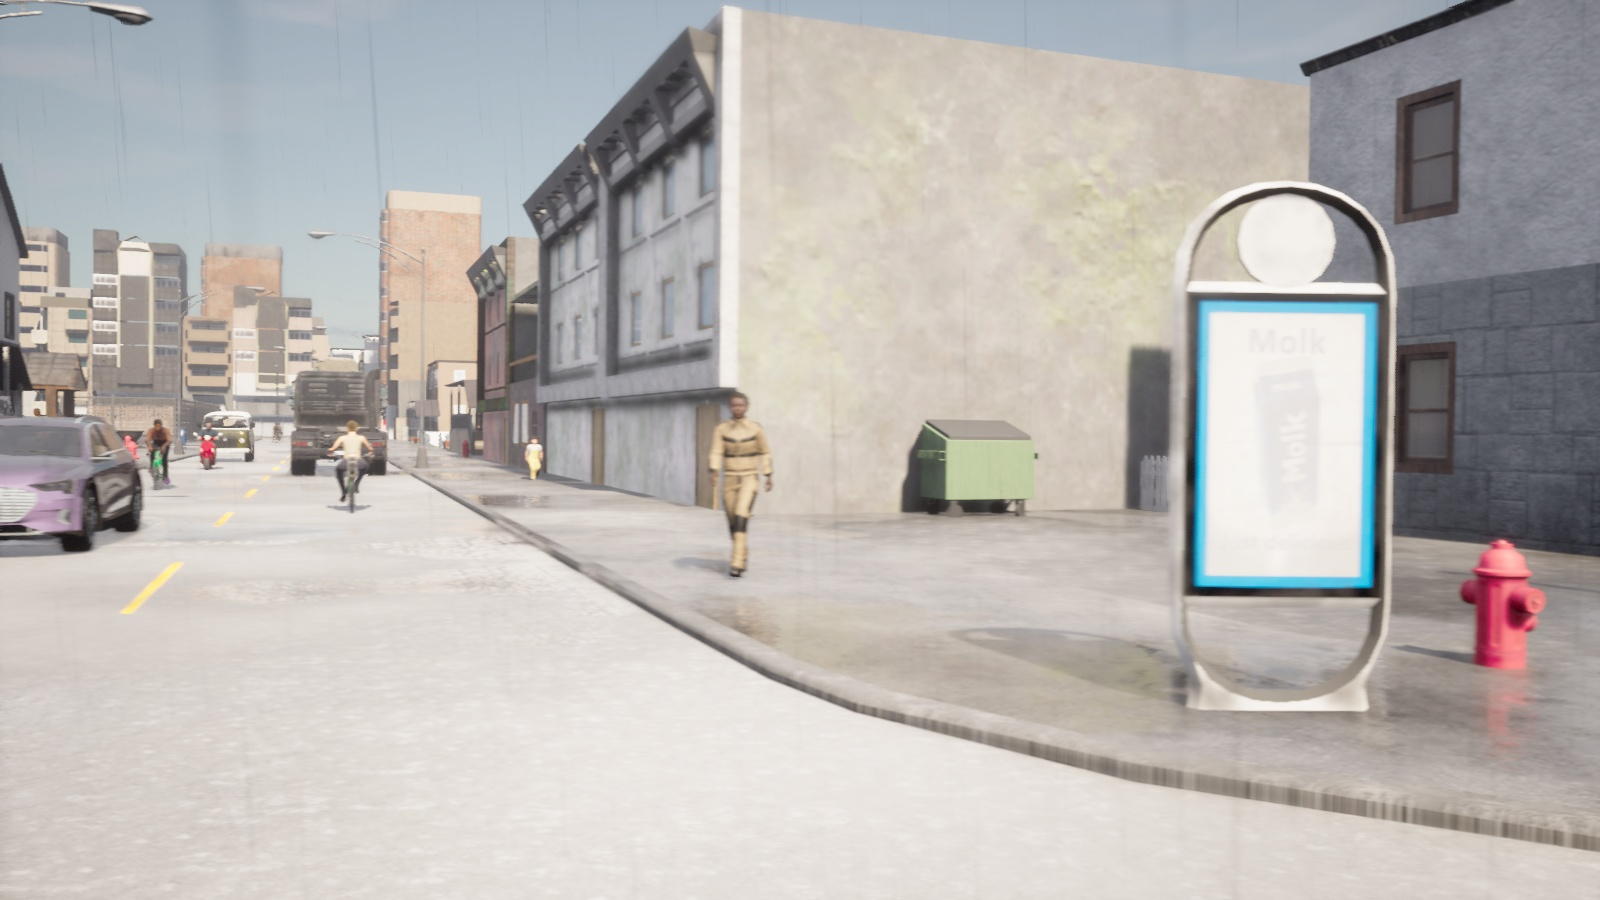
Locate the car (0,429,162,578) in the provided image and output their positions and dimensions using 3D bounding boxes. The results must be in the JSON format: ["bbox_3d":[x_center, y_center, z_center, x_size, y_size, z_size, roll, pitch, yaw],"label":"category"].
[{"bbox_3d":[-9.794,0.570,16.192,2.033,1.649,4.856,-1,1,-18],"label":"car"}]

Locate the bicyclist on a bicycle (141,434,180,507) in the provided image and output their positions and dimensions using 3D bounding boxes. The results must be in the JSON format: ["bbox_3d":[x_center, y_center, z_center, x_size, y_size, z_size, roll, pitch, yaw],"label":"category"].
[{"bbox_3d":[-14.621,0.441,28.719,0.582,1.620,1.656,-1,1,-20],"label":"bicyclist on a bicycle"}]

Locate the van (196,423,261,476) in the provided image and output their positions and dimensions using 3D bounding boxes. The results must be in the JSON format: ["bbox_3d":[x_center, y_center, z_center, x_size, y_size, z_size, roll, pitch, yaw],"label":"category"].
[{"bbox_3d":[-22.950,-0.053,50.540,2.069,2.038,4.480,-1,1,-21],"label":"van"}]

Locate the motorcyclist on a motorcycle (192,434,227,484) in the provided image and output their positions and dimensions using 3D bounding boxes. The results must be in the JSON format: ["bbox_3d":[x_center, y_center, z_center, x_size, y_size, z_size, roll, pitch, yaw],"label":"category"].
[{"bbox_3d":[-19.488,0.287,41.473,0.866,1.590,1.817,-1,1,-21],"label":"motorcyclist on a motorcycle"}]

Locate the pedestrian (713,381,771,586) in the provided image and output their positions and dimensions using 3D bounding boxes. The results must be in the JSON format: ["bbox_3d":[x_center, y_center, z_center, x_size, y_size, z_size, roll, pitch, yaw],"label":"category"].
[{"bbox_3d":[-0.555,0.314,12.213,0.396,1.930,0.692,0,1,10],"label":"pedestrian"}]

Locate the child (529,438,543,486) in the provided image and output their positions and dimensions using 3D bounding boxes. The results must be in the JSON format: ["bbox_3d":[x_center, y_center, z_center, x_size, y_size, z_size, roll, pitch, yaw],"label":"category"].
[{"bbox_3d":[-7.105,0.314,33.790,0.270,1.263,0.437,-1,1,-26],"label":"child"}]

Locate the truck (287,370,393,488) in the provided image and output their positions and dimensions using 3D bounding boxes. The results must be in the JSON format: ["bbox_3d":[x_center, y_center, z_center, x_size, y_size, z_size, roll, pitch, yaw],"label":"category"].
[{"bbox_3d":[-15.037,-0.688,40.956,2.891,3.462,7.936,-1,1,-21],"label":"truck"}]

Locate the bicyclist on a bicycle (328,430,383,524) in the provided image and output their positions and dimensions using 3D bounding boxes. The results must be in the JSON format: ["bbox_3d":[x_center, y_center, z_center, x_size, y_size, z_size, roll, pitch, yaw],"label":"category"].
[{"bbox_3d":[-8.001,0.454,22.548,0.866,1.612,1.509,-1,1,-21],"label":"bicyclist on a bicycle"}]
